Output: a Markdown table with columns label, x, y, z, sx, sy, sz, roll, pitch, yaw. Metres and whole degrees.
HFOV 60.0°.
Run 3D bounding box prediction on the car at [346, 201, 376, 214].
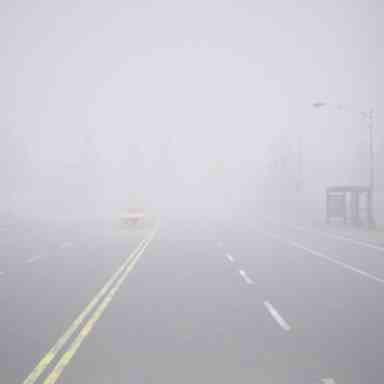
| label | x | y | z | sx | sy | sz | roll | pitch | yaw |
| --- | --- | --- | --- | --- | --- | --- | --- | --- | --- |
| car | 18.842 | 1.849 | 38.743 | 4.902 | 1.511 | 2.128 | 0 | -1 | -1 |

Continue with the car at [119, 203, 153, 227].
| label | x | y | z | sx | sy | sz | roll | pitch | yaw |
| --- | --- | --- | --- | --- | --- | --- | --- | --- | --- |
| car | -4.321 | 1.810 | 25.443 | 1.882 | 1.535 | 5.008 | 0 | -1 | -2 |

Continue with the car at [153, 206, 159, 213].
| label | x | y | z | sx | sy | sz | roll | pitch | yaw |
| --- | --- | --- | --- | --- | --- | --- | --- | --- | --- |
| car | -6.348 | 2.039 | 41.626 | 4.718 | 1.301 | 1.895 | 0 | -1 | 44 |
